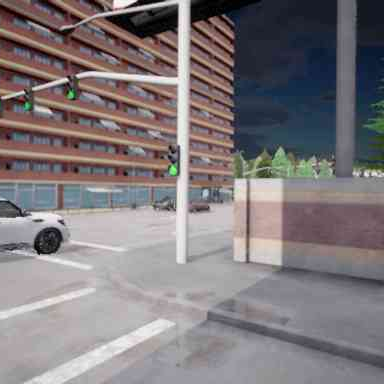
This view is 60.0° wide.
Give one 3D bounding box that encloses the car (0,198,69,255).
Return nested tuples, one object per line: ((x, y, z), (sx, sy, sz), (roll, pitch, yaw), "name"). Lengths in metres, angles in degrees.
((-6.637, 1.111, 10.301), (2.150, 2.045, 5.566), (1, 0, 35), "car")

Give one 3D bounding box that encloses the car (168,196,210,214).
((0.007, 1.349, 32.104), (1.994, 1.385, 4.181), (1, 0, 35), "car")

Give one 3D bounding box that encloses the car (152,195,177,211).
((-2.172, 1.096, 35.083), (2.097, 1.767, 4.553), (1, 1, 35), "car")
